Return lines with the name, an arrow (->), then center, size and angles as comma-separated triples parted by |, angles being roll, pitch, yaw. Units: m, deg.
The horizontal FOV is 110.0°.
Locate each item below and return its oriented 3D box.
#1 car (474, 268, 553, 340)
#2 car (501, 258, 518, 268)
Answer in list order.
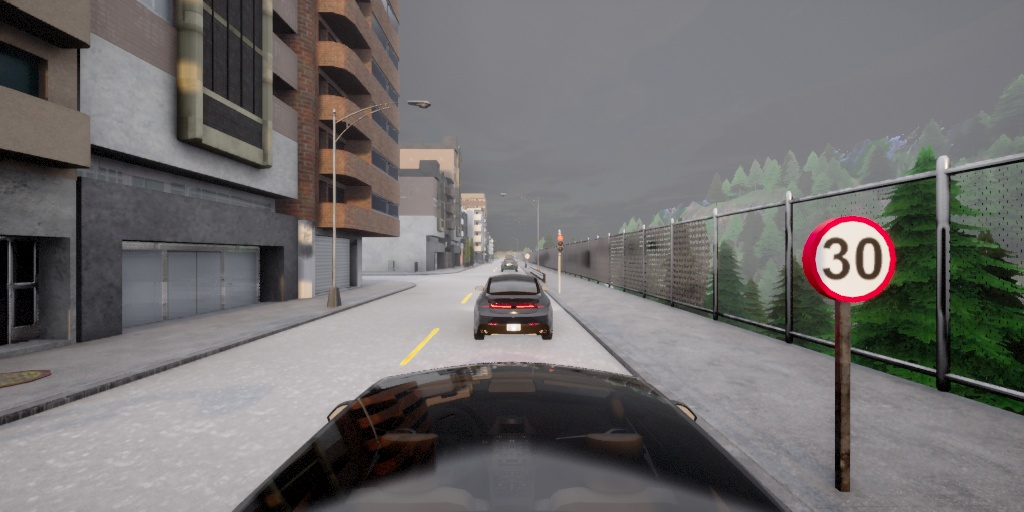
car -> 0.015, 1.255, 9.957 | 1.837, 1.490, 4.892 | 0, 0, 0
car -> -0.337, 1.102, 46.155 | 2.097, 1.767, 4.553 | 0, 0, -1
